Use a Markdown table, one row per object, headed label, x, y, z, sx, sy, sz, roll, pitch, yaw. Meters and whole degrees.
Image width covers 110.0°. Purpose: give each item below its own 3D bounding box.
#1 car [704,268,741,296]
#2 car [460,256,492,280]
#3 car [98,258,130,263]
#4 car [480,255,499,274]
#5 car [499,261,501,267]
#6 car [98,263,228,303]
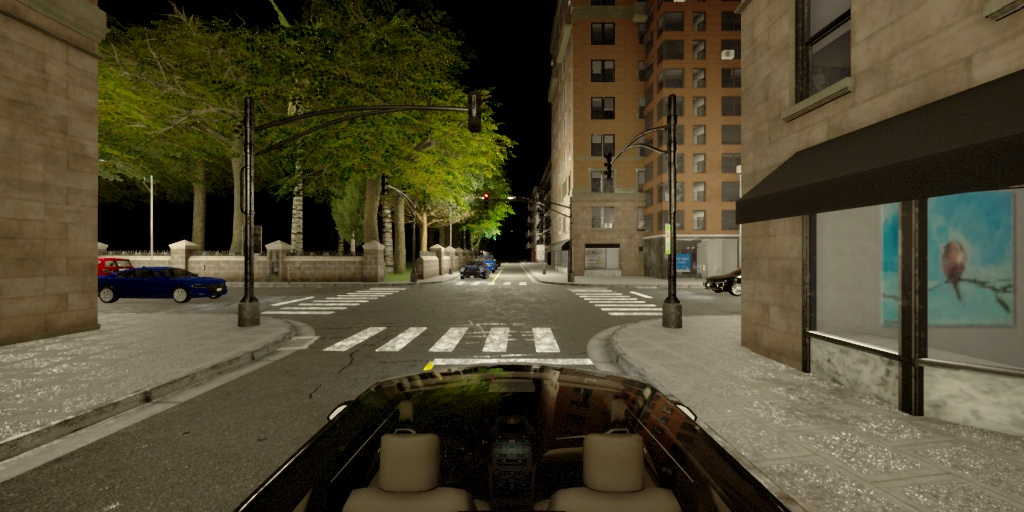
| label | x | y | z | sx | sy | sz | roll | pitch | yaw |
| --- | --- | --- | --- | --- | --- | --- | --- | --- | --- |
| car | 12.689 | 1.270 | 18.705 | 4.892 | 1.490 | 1.837 | 0 | 0 | 1 |
| car | -3.139 | 1.083 | 30.756 | 2.097 | 1.767 | 4.553 | 0 | 0 | 2 |
| car | -25.923 | 1.034 | 21.800 | 5.009 | 1.841 | 2.192 | 0 | 0 | 1 |
| car | -3.047 | 0.933 | 41.946 | 2.150 | 2.045 | 5.566 | 0 | 0 | 0 |
| car | -3.022 | 1.169 | 51.977 | 1.882 | 1.535 | 5.008 | 0 | 0 | 0 |
| car | -15.472 | 1.212 | 15.883 | 5.008 | 1.535 | 1.882 | 0 | 0 | 0 |
